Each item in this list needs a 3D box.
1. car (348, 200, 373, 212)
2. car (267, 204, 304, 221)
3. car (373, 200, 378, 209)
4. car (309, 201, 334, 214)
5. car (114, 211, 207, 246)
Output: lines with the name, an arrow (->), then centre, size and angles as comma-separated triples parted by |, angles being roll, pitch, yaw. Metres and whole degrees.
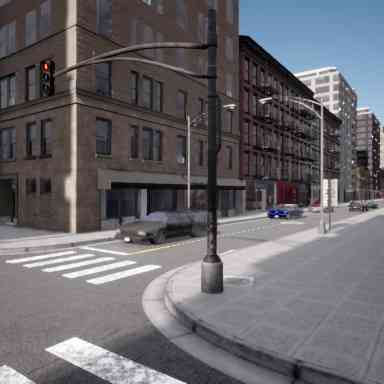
car -> 22.035, 1.781, 43.957 | 2.128, 1.511, 4.902 | 0, 0, 36
car -> 8.433, 1.785, 29.941 | 1.895, 1.301, 4.718 | 0, 0, 36
car -> 27.789, 1.904, 52.034 | 1.994, 1.385, 4.181 | 0, 0, 35
car -> 15.443, 1.776, 39.727 | 1.812, 1.442, 4.674 | 0, 0, 36
car -> -1.254, 1.634, 16.297 | 2.033, 1.411, 5.357 | 0, 0, 34
